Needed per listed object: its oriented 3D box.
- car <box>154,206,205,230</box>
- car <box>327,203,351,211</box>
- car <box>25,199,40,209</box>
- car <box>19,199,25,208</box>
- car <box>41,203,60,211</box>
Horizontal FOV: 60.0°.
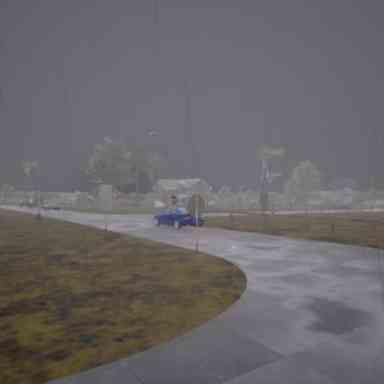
[{"bbox_3d":[-1.032,1.792,24.128,1.882,1.535,5.008,0,-1,-33],"label":"car"},{"bbox_3d":[27.899,2.804,62.946,5.357,1.411,2.033,1,-1,-35],"label":"car"},{"bbox_3d":[-33.131,2.411,70.217,2.150,2.045,5.566,0,-1,-35],"label":"car"},{"bbox_3d":[-41.062,2.748,81.644,2.150,2.045,5.566,0,-1,-35],"label":"car"},{"bbox_3d":[-24.440,2.518,57.867,1.994,1.385,4.181,0,-1,-35],"label":"car"}]
